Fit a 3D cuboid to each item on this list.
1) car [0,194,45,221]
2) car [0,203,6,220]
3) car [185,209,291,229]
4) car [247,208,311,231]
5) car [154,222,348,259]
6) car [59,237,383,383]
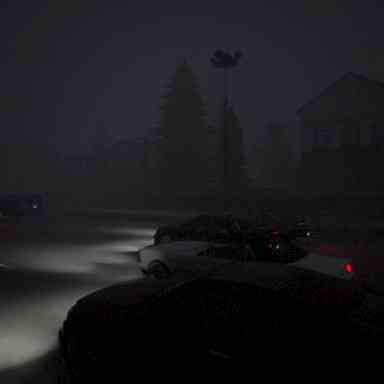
[{"bbox_3d":[-14.209,1.210,27.043,5.566,2.045,2.150,0,0,36],"label":"car"},{"bbox_3d":[-15.541,1.590,23.694,4.718,1.301,1.895,0,0,36],"label":"car"},{"bbox_3d":[0.781,1.502,12.036,4.892,1.490,1.837,0,0,36],"label":"car"},{"bbox_3d":[2.761,1.488,14.925,4.902,1.511,2.128,0,0,36],"label":"car"},{"bbox_3d":[0.961,1.599,7.609,4.718,1.301,1.895,0,0,36],"label":"car"},{"bbox_3d":[0.513,1.525,3.629,4.674,1.442,1.812,0,0,36],"label":"car"}]
